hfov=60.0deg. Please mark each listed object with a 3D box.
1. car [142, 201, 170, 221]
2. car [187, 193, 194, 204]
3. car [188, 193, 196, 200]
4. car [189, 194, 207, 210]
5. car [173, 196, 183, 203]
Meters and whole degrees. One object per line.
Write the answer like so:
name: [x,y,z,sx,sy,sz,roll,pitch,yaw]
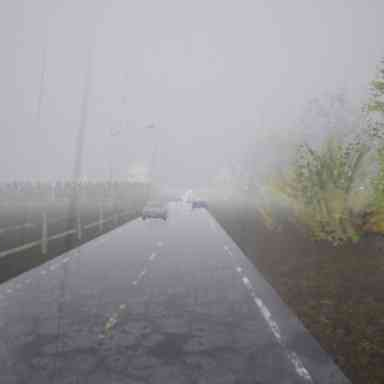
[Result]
car: [-2.860,1.490,26.896,1.837,1.490,4.892,0,0,0]
car: [-0.031,1.477,61.137,2.033,1.411,5.357,0,0,0]
car: [-0.042,1.074,84.135,2.097,1.767,4.553,0,0,0]
car: [0.941,1.442,42.902,1.882,1.535,5.008,0,0,0]
car: [-2.785,1.496,67.400,1.895,1.301,4.718,0,0,0]
